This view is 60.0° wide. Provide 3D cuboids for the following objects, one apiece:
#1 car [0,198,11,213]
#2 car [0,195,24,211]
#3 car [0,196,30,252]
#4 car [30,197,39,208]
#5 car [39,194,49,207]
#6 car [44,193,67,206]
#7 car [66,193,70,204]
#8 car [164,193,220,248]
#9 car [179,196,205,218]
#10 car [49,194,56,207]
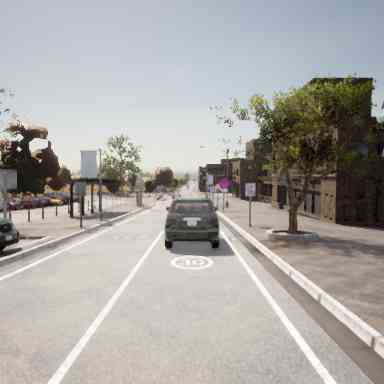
[{"bbox_3d":[-22.095,1.425,35.377,4.674,1.452,2.002,0,0,0],"label":"car"},{"bbox_3d":[-22.132,1.251,38.152,4.553,1.767,2.185,0,0,0],"label":"car"},{"bbox_3d":[-8.957,1.211,11.284,5.566,2.045,2.435,0,0,0],"label":"car"},{"bbox_3d":[-22.111,1.369,40.928,5.008,1.535,2.097,0,0,0],"label":"car"},{"bbox_3d":[-22.102,1.362,43.704,4.892,1.521,2.231,0,0,0],"label":"car"},{"bbox_3d":[-21.930,1.344,49.253,5.366,1.575,1.946,0,0,0],"label":"car"},{"bbox_3d":[-22.149,1.369,52.030,4.792,1.488,2.163,0,0,0],"label":"car"},{"bbox_3d":[0.000,1.224,14.695,2.150,2.045,5.566,0,0,0],"label":"car"},{"bbox_3d":[0.001,1.277,29.656,2.097,1.767,4.553,0,0,0],"label":"car"},{"bbox_3d":[-22.141,1.383,46.478,4.792,1.488,2.163,0,0,0],"label":"car"}]
